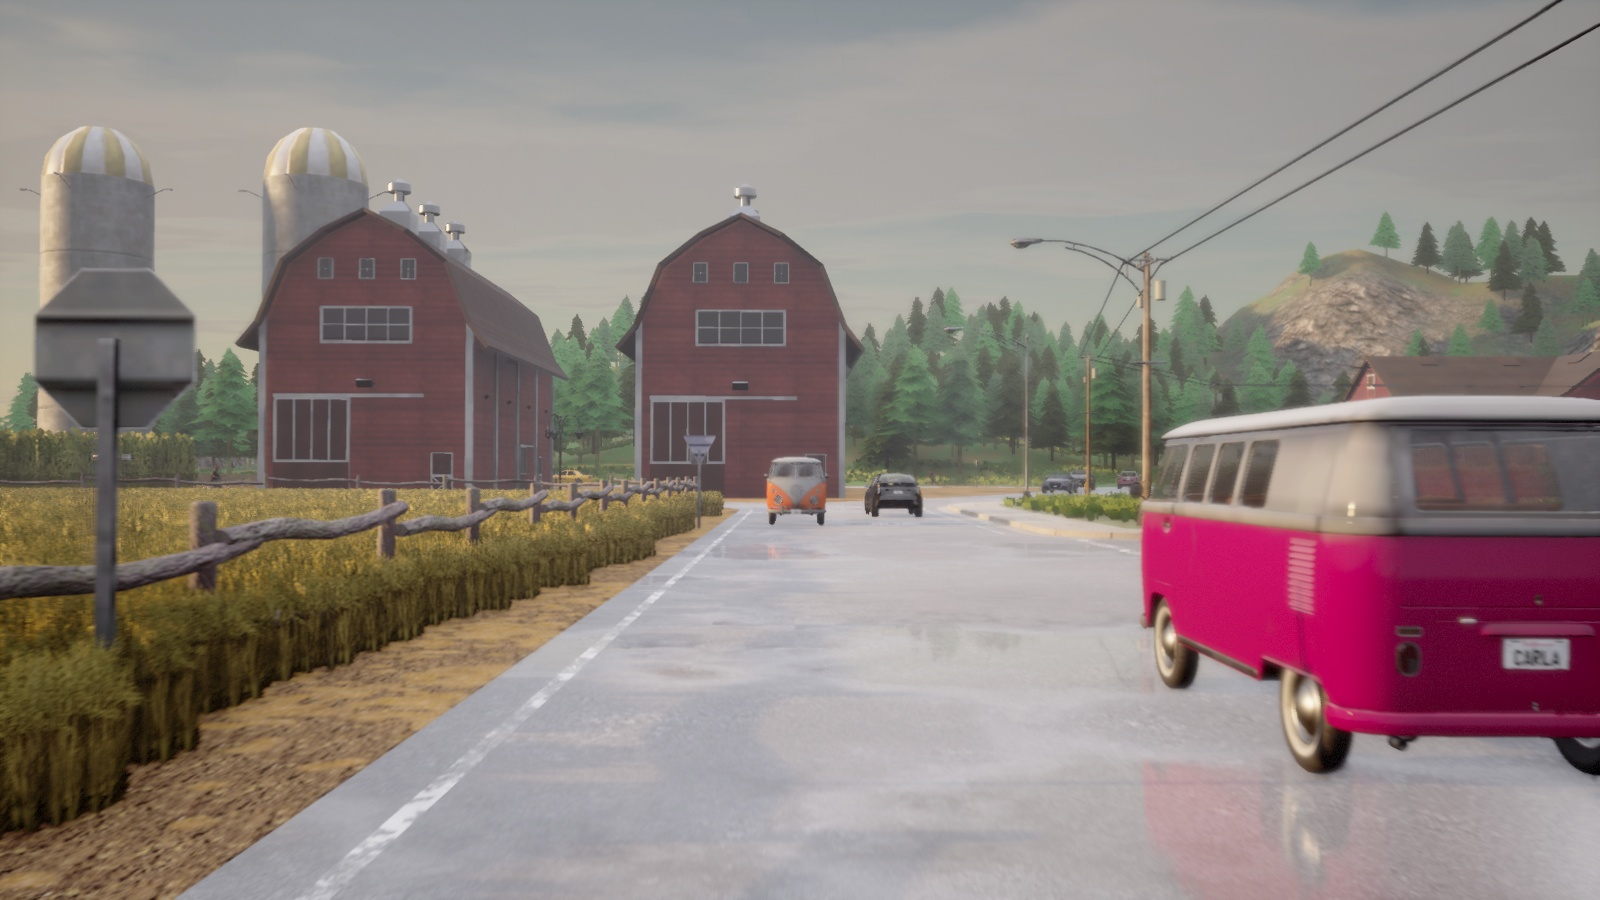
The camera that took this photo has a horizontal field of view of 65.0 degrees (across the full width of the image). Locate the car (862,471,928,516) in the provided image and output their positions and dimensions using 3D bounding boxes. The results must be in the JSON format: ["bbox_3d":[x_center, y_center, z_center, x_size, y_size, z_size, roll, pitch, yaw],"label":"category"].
[{"bbox_3d":[3.370,1.523,45.241,2.007,1.525,4.514,0,-1,0],"label":"car"}]

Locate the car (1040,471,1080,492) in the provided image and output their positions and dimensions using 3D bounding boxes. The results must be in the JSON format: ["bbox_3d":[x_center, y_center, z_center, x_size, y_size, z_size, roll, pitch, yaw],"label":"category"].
[{"bbox_3d":[17.989,2.157,86.757,1.994,1.385,4.181,-1,-1,22],"label":"car"}]

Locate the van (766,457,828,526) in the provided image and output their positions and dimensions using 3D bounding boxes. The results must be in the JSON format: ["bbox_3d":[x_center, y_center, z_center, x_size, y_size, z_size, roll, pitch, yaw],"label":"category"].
[{"bbox_3d":[-0.096,1.222,38.170,1.775,1.987,4.442,0,-1,0],"label":"van"}]

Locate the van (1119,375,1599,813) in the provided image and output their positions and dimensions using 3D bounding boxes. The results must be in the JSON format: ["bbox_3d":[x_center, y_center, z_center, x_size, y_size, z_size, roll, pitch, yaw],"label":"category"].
[{"bbox_3d":[3.453,0.690,7.934,1.775,1.987,4.442,0,-1,1],"label":"van"}]
